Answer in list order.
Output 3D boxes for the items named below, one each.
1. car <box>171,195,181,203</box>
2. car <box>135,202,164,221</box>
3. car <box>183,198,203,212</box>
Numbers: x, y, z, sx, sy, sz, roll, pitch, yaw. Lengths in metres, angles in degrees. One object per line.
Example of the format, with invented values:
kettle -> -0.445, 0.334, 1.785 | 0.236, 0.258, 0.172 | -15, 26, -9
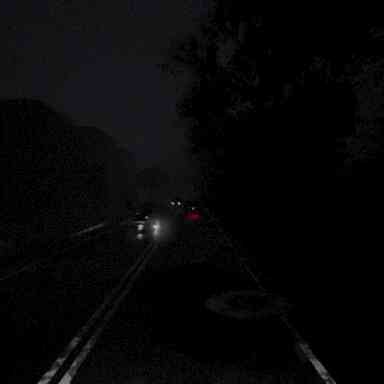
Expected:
car -> -3.192, 1.404, 68.277 | 2.033, 1.411, 5.357 | 0, 0, 0
car -> -3.328, 1.506, 27.206 | 2.033, 1.411, 5.357 | 0, 0, 0
car -> 0.131, 1.443, 36.914 | 1.837, 1.490, 4.892 | 0, 0, 0
